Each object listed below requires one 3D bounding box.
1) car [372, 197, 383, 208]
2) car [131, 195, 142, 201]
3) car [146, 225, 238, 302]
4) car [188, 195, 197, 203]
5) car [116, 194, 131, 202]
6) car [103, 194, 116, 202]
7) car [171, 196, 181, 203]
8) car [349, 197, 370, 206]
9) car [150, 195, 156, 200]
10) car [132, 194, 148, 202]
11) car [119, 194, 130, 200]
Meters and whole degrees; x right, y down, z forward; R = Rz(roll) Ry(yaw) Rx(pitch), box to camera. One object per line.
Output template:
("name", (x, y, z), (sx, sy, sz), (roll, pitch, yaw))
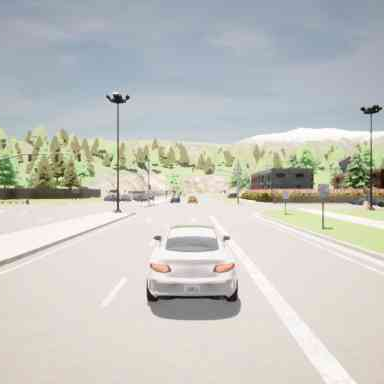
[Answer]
("car", (28.782, 1.477, 47.163), (5.008, 1.535, 1.882), (0, 0, -1))
("car", (-14.955, 1.539, 90.165), (2.033, 1.411, 5.357), (0, 0, 0))
("car", (0.004, 1.526, 8.149), (1.812, 1.442, 4.674), (0, 0, 0))
("car", (0.110, 1.477, 70.798), (1.882, 1.535, 5.008), (0, 0, 0))
("car", (-14.962, 1.540, 75.106), (2.033, 1.411, 5.357), (0, 0, 0))
("car", (-18.462, 1.355, 74.906), (2.097, 1.767, 4.553), (0, 0, 0))
("car", (-3.365, 1.491, 69.542), (2.128, 1.511, 4.902), (0, 0, 0))
("car", (28.500, 1.547, 54.156), (5.357, 1.411, 2.033), (0, 0, 0))
("car", (-11.455, 1.595, 90.054), (1.895, 1.301, 4.718), (0, 0, 0))
("car", (-11.462, 1.355, 74.817), (2.097, 1.767, 4.553), (0, 0, 0))
("car", (-18.454, 1.355, 90.980), (2.097, 1.767, 4.553), (0, 0, 0))
